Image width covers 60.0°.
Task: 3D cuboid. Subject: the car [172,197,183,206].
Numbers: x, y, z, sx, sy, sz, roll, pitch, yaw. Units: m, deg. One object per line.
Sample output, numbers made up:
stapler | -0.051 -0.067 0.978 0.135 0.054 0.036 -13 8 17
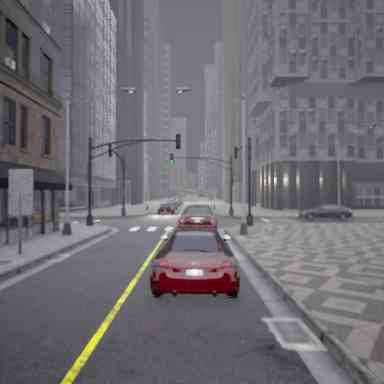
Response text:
car | -2.955 1.964 70.109 2.097 1.767 4.553 0 -1 0

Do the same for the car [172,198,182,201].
car | -3.061 1.974 50.110 2.033 1.411 5.357 0 -1 0

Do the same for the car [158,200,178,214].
car | -3.070 1.942 40.458 1.895 1.301 4.718 0 -1 0

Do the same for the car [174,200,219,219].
car | 0.445 1.508 19.103 2.097 1.767 4.553 0 0 4

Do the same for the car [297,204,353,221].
car | 11.761 1.776 29.494 4.674 1.442 1.812 0 -1 1

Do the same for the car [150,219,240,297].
car | 0.098 1.635 8.813 1.994 1.385 4.181 0 0 1
